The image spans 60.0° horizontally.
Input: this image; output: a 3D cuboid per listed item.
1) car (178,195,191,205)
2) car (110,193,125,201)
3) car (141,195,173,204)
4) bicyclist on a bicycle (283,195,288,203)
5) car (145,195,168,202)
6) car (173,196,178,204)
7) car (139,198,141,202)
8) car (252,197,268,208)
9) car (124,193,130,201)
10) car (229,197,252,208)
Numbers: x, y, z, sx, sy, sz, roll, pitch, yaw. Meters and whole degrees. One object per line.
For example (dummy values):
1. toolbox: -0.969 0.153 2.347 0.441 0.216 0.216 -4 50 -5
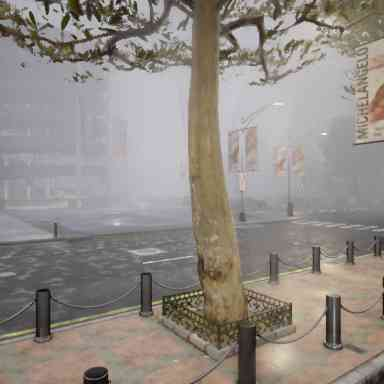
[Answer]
1. car: 0.177 1.352 55.536 2.097 1.767 4.553 0 0 -38
2. car: -18.821 1.545 77.841 4.718 1.301 1.895 0 0 11
3. car: -6.645 1.547 63.391 5.357 1.411 2.033 0 0 41
4. bicyclist on a bicycle: 17.566 1.300 62.343 1.656 1.620 0.582 0 0 -36
5. car: -8.332 1.525 77.517 4.902 1.511 2.128 0 0 26
6. car: -3.234 1.491 64.982 4.902 1.511 2.128 0 0 44
7. car: -9.545 1.524 74.216 4.674 1.442 1.812 0 0 26
8. car: 8.967 1.478 49.519 1.882 1.535 5.008 0 0 -37
9. car: -17.888 1.165 81.215 5.566 2.045 2.150 0 0 11
10. car: 5.660 1.547 48.129 2.033 1.411 5.357 0 0 -36
